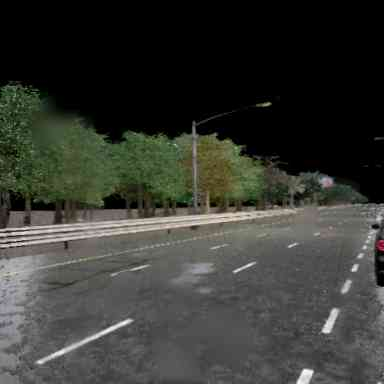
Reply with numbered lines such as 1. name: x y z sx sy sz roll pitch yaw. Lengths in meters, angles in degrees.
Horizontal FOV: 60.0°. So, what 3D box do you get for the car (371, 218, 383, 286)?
1. car: 6.722 1.528 9.926 2.150 2.045 5.566 -2 -3 30
